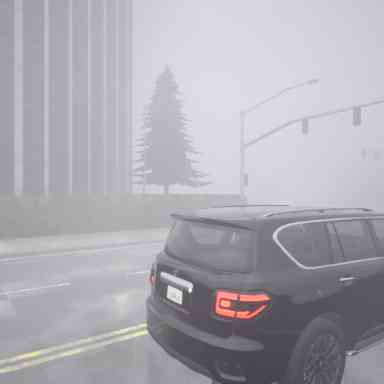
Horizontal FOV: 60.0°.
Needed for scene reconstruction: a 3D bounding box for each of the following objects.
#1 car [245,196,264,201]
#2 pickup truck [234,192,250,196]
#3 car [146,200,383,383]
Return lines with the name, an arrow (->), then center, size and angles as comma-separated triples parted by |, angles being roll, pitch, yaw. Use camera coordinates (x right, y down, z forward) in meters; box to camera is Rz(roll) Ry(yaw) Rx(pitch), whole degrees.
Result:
car -> 8.383, 1.564, 43.126 | 1.994, 1.385, 4.181 | 0, 0, -36
pickup truck -> 10.198, 1.059, 68.782 | 2.390, 2.098, 6.274 | 0, 0, -5
car -> 2.014, 1.221, 5.179 | 5.566, 2.045, 2.150 | 0, 0, -35
